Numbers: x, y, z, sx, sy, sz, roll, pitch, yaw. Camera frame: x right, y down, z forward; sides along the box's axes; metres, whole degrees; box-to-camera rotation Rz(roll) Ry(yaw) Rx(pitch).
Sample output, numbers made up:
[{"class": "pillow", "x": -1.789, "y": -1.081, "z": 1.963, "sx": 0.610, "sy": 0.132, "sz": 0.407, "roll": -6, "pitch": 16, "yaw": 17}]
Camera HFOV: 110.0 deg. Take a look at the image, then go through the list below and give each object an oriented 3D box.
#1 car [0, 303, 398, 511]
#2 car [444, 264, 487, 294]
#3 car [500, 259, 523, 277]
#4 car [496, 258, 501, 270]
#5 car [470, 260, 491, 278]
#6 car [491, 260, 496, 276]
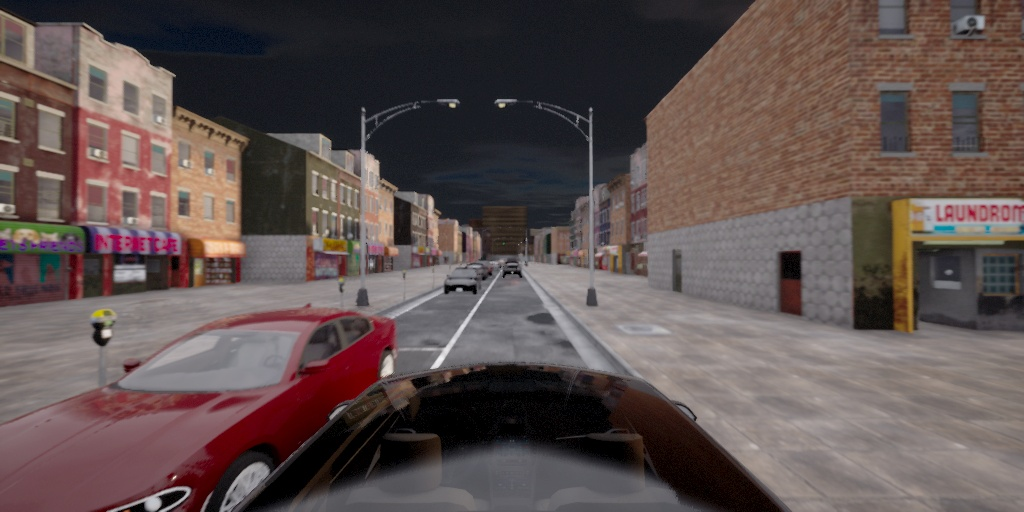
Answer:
[{"class": "car", "x": -2.636, "y": 1.300, "z": 3.882, "sx": 1.888, "sy": 1.381, "sz": 4.507, "roll": 0, "pitch": 0, "yaw": 0}, {"class": "car", "x": -2.675, "y": 1.336, "z": 20.362, "sx": 1.948, "sy": 1.339, "sz": 4.313, "roll": 0, "pitch": 0, "yaw": 0}, {"class": "car", "x": 0.024, "y": 1.303, "z": 35.442, "sx": 1.837, "sy": 1.490, "sz": 4.892, "roll": 0, "pitch": 0, "yaw": 0}, {"class": "car", "x": -2.754, "y": 1.417, "z": 53.324, "sx": 2.007, "sy": 1.370, "sz": 4.403, "roll": 0, "pitch": 0, "yaw": 0}, {"class": "car", "x": -3.089, "y": 1.318, "z": 31.072, "sx": 1.812, "sy": 1.442, "sz": 4.674, "roll": 0, "pitch": 0, "yaw": 0}, {"class": "car", "x": -3.070, "y": 1.164, "z": 38.043, "sx": 2.097, "sy": 1.767, "sz": 4.553, "roll": 0, "pitch": 0, "yaw": 0}]
